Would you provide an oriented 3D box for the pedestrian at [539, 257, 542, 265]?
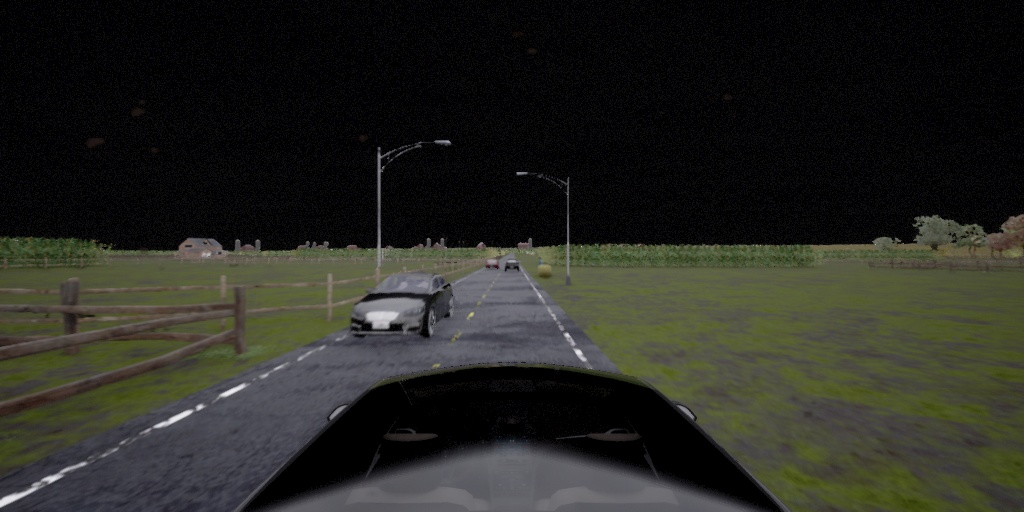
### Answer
[{"bbox_3d":[2.828,1.001,35.817,0.375,1.860,0.375,-1,1,-1],"label":"pedestrian"}]

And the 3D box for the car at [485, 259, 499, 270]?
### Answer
[{"bbox_3d":[-2.815,1.144,51.599,1.882,1.535,5.008,0,0,0],"label":"car"}]

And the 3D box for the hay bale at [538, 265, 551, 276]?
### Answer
[{"bbox_3d":[3.128,1.360,34.711,1.220,1.180,1.240,0,0,0],"label":"hay bale"}]

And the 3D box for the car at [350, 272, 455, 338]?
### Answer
[{"bbox_3d":[-2.849,1.234,10.248,2.128,1.511,4.902,0,0,0],"label":"car"}]

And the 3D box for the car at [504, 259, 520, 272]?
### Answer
[{"bbox_3d":[0.028,1.159,45.602,1.882,1.535,5.008,0,0,1],"label":"car"}]
